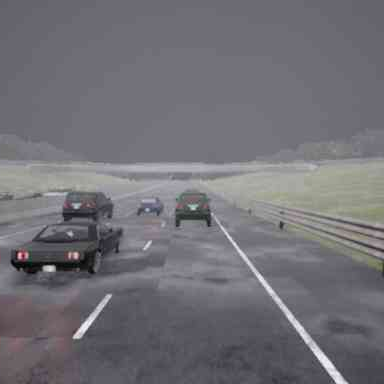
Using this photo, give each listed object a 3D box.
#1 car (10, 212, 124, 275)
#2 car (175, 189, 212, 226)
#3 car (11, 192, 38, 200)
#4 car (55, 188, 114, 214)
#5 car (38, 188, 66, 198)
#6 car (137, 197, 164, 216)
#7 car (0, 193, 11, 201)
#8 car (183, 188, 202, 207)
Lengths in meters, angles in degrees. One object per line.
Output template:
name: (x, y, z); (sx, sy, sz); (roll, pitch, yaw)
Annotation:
car: (-3.414, 1.524, 10.184); (1.895, 1.301, 4.718); (0, 1, 0)
car: (0.070, 0.974, 21.438); (2.150, 2.045, 5.566); (0, 1, 0)
car: (-21.069, 0.770, 43.467); (1.882, 1.535, 5.008); (0, 1, 0)
car: (-6.922, 0.952, 22.649); (2.150, 2.045, 5.566); (0, 1, 0)
car: (-17.567, 0.492, 43.634); (2.150, 2.045, 5.566); (0, 1, 0)
car: (-3.441, 1.146, 27.970); (1.812, 1.442, 4.674); (0, 1, 0)
car: (-24.575, 0.873, 42.738); (1.994, 1.385, 4.181); (0, 1, 0)
car: (0.039, 0.584, 40.103); (2.150, 2.045, 5.566); (0, 1, 0)
